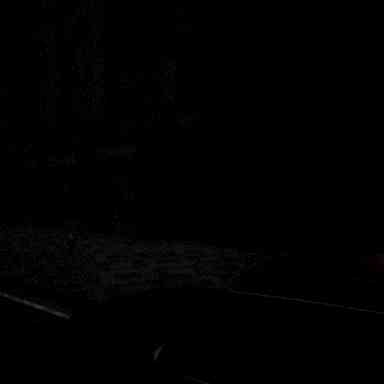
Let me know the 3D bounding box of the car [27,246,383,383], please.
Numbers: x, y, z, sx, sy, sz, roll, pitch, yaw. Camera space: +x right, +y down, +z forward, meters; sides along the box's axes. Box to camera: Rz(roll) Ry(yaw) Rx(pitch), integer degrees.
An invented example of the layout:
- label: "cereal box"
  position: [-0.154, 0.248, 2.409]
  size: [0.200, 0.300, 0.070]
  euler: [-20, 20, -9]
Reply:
- label: "car"
  position: [1.031, 1.317, 2.123]
  size: [5.009, 1.841, 2.192]
  euler: [-1, -1, 36]
